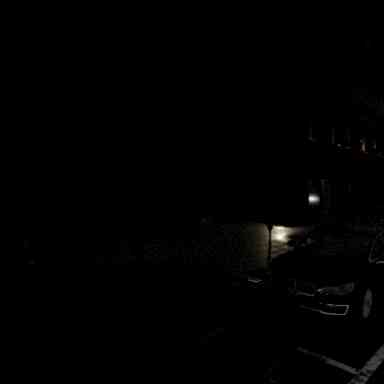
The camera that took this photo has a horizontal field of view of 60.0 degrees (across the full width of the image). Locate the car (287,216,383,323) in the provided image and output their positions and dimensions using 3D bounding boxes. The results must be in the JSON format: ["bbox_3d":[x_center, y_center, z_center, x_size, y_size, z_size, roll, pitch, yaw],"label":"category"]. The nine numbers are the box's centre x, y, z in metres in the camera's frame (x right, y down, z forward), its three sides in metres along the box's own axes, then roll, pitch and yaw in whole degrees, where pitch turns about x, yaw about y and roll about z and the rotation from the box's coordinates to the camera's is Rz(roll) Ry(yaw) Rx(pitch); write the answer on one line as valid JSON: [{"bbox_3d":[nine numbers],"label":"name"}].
[{"bbox_3d":[3.156,1.361,6.780,2.008,1.369,4.403,3,3,45],"label":"car"}]

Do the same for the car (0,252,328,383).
[{"bbox_3d":[-0.745,1.430,2.878,1.947,1.339,4.313,3,3,45],"label":"car"}]
